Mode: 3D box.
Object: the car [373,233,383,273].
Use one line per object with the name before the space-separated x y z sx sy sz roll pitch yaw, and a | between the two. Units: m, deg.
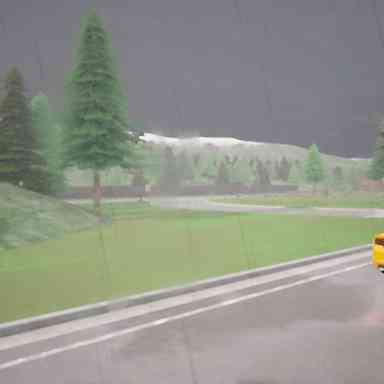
car | 6.645 1.298 8.596 5.008 1.535 1.882 -1 1 -35
